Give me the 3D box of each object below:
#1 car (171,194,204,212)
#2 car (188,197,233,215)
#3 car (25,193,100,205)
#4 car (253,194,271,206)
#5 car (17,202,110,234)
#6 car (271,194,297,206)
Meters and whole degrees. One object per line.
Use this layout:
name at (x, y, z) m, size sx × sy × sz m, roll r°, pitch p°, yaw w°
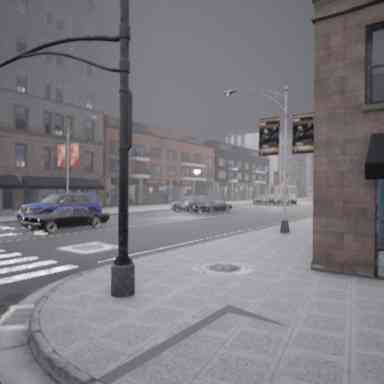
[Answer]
car at (-0.127, 1.143, 34.416) m, size 2.097 × 1.767 × 4.553 m, roll 1°, pitch 1°, yaw 35°
car at (1.980, 1.427, 31.775) m, size 1.895 × 1.301 × 4.718 m, roll 1°, pitch 1°, yaw 35°
car at (-8.657, 1.070, 22.336) m, size 2.150 × 2.045 × 5.566 m, roll 1°, pitch 1°, yaw 35°
car at (10.940, 1.114, 49.931) m, size 2.097 × 1.767 × 4.553 m, roll 1°, pitch 1°, yaw 35°
car at (-7.090, 1.487, 18.913) m, size 1.895 × 1.301 × 4.718 m, roll 1°, pitch 1°, yaw 35°
car at (13.595, 1.135, 48.057) m, size 2.097 × 1.767 × 4.553 m, roll 1°, pitch 1°, yaw 35°
